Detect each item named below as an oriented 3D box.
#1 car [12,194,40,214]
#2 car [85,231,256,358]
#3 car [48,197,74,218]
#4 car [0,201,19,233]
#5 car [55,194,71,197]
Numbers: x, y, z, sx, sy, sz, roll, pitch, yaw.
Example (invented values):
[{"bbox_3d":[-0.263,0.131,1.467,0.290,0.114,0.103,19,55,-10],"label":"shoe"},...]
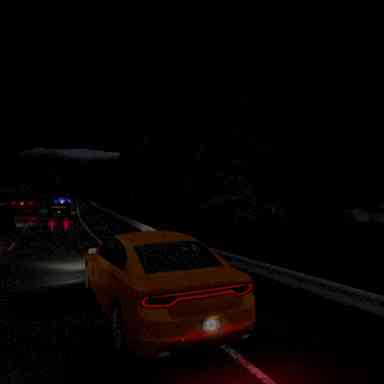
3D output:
[{"bbox_3d":[-17.210,1.215,34.496,2.150,2.045,5.566,0,0,-19],"label":"car"},{"bbox_3d":[-0.820,1.478,6.327,1.882,1.535,5.008,0,0,-25],"label":"car"},{"bbox_3d":[-12.033,1.486,30.361,2.128,1.511,4.902,0,0,-20],"label":"car"},{"bbox_3d":[-11.408,1.498,19.089,1.837,1.490,4.892,0,-1,-22],"label":"car"},{"bbox_3d":[-15.602,1.216,40.251,2.150,2.045,5.566,0,0,-19],"label":"car"}]
